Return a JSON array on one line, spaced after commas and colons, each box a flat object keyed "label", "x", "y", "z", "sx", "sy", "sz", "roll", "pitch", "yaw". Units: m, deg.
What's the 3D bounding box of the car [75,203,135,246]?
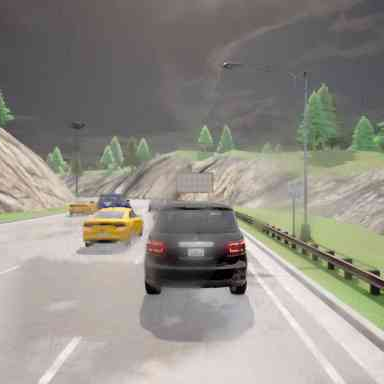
[{"label": "car", "x": -3.422, "y": 1.477, "z": 15.210, "sx": 1.882, "sy": 1.535, "sz": 5.008, "roll": 0, "pitch": 0, "yaw": 0}]

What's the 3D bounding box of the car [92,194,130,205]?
[{"label": "car", "x": -7.032, "y": 1.215, "z": 30.245, "sx": 2.150, "sy": 2.045, "sz": 5.566, "roll": 0, "pitch": -1, "yaw": -1}]

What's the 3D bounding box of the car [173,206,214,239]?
[{"label": "car", "x": 0.076, "y": 1.559, "z": 18.098, "sx": 1.994, "sy": 1.385, "sz": 4.181, "roll": 0, "pitch": 0, "yaw": 0}]

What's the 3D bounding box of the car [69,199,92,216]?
[{"label": "car", "x": -10.687, "y": 1.477, "z": 33.182, "sx": 1.882, "sy": 1.535, "sz": 5.008, "roll": 0, "pitch": 0, "yaw": -3}]

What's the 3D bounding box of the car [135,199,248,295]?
[{"label": "car", "x": 0.085, "y": 1.221, "z": 8.878, "sx": 2.150, "sy": 2.045, "sz": 5.566, "roll": 0, "pitch": 0, "yaw": 0}]

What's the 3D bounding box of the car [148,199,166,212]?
[{"label": "car", "x": -4.136, "y": 1.563, "z": 39.628, "sx": 1.994, "sy": 1.385, "sz": 4.181, "roll": 0, "pitch": 0, "yaw": -5}]

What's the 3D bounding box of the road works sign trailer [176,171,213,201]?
[{"label": "road works sign trailer", "x": 0.181, "y": 0.464, "z": 21.595, "sx": 2.380, "sy": 3.560, "sz": 2.880, "roll": 0, "pitch": 0, "yaw": 0}]
